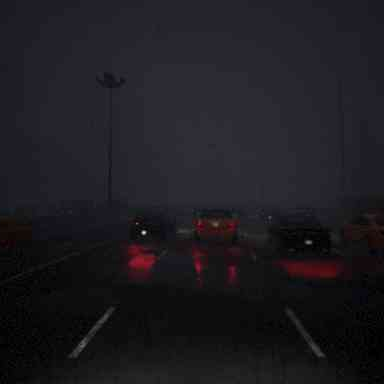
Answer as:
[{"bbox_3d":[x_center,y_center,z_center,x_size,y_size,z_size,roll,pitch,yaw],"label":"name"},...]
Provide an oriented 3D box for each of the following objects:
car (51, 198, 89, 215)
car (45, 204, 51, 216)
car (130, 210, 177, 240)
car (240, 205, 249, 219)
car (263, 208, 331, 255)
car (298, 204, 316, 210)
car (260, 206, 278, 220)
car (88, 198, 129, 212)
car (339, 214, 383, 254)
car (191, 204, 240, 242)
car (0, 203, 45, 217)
[{"bbox_3d":[-12.912,1.749,37.531,2.150,2.045,5.566,0,-1,14],"label":"car"},{"bbox_3d":[-15.631,1.795,40.952,2.150,2.045,5.566,0,-1,15],"label":"car"},{"bbox_3d":[-2.048,1.775,18.752,1.837,1.490,4.892,0,-1,7],"label":"car"},{"bbox_3d":[4.868,2.050,35.623,1.812,1.442,4.674,0,-1,15],"label":"car"},{"bbox_3d":[4.464,1.694,14.431,1.882,1.535,5.008,0,-1,6],"label":"car"},{"bbox_3d":[11.851,2.024,34.654,1.837,1.490,4.892,0,-1,15],"label":"car"},{"bbox_3d":[7.801,2.092,33.098,1.895,1.301,4.718,0,-1,14],"label":"car"},{"bbox_3d":[-9.141,1.764,38.215,2.150,2.045,5.566,0,-1,15],"label":"car"},{"bbox_3d":[7.981,1.699,14.443,1.882,1.535,5.008,0,-1,6],"label":"car"},{"bbox_3d":[1.402,1.618,18.143,2.097,1.767,4.553,0,-1,7],"label":"car"},{"bbox_3d":[-19.844,2.010,38.509,1.882,1.535,5.008,0,-1,14],"label":"car"}]
